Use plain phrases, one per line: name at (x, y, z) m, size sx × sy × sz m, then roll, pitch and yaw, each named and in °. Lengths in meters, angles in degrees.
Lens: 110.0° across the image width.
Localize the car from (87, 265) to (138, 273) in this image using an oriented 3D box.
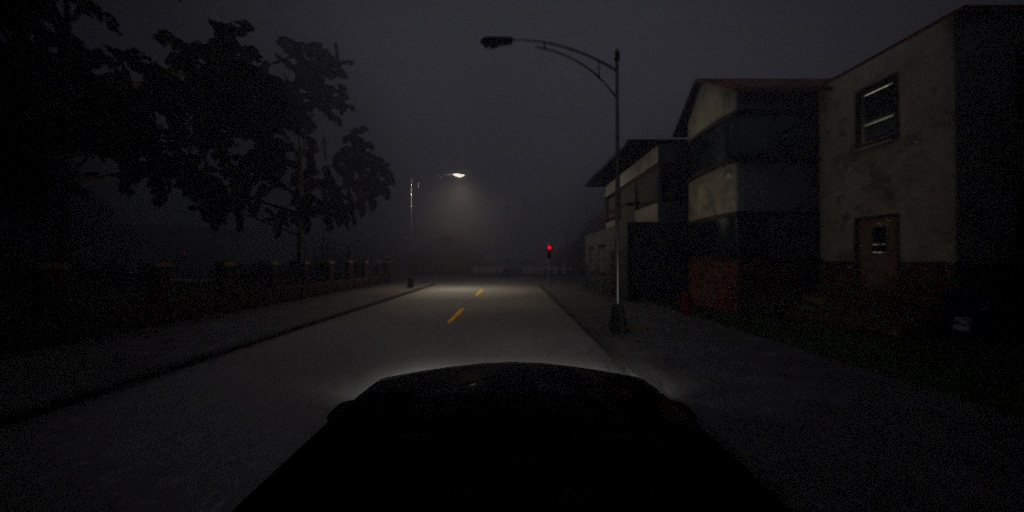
car at (-39.365, 1.614, 35.794) m, size 4.902 × 1.511 × 2.128 m, roll 0°, pitch -1°, yaw 0°
